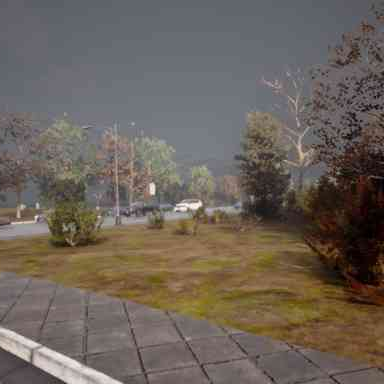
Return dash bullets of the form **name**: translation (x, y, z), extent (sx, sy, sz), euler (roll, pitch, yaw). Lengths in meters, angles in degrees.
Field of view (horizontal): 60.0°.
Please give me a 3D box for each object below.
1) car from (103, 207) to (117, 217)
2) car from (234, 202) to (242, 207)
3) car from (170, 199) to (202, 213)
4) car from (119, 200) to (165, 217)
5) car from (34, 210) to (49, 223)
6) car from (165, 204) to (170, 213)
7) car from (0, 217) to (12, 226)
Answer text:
- **car**: translation (-10.037, 2.619, 44.082), extent (1.994, 1.385, 4.181), euler (-3, -2, 32)
- **car**: translation (9.582, 2.479, 61.678), extent (2.033, 1.411, 5.357), euler (-3, -2, 33)
- **car**: translation (-0.547, 2.199, 52.539), extent (2.150, 2.045, 5.566), euler (-3, -2, 33)
- **car**: translation (-6.468, 2.127, 43.213), extent (2.150, 2.045, 5.566), euler (-3, -2, 32)
- **car**: translation (-14.853, 2.510, 36.486), extent (2.128, 1.511, 4.902), euler (-3, -2, 33)
- **car**: translation (-4.571, 2.611, 52.713), extent (2.128, 1.511, 4.902), euler (-3, -2, 32)
- **car**: translation (-17.332, 2.391, 26.337), extent (2.033, 1.411, 5.357), euler (-3, -2, 34)
